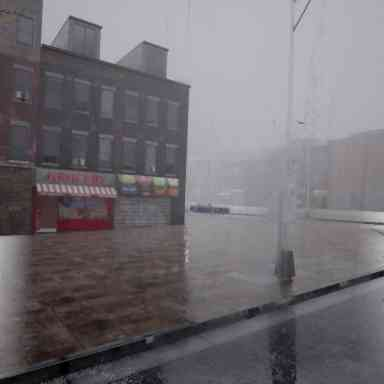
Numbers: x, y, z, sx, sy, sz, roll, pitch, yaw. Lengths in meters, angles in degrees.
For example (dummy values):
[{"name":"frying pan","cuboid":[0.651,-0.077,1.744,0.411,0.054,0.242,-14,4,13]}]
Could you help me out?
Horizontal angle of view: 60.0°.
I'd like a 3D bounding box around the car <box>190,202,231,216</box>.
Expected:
[{"name":"car","cuboid":[1.862,1.741,34.535,1.895,1.301,4.718,3,-2,-35]}]
